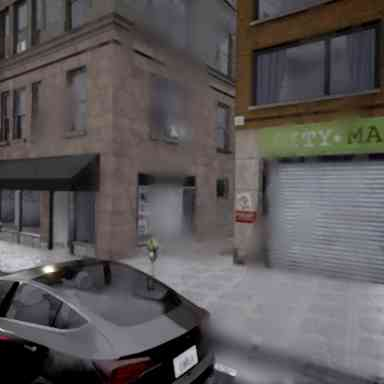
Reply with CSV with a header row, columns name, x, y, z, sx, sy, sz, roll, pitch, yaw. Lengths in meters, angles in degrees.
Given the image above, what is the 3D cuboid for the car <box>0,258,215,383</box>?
name,x,y,z,sx,sy,sz,roll,pitch,yaw
car,-1.745,1.544,4.204,4.313,1.339,1.947,0,1,36
